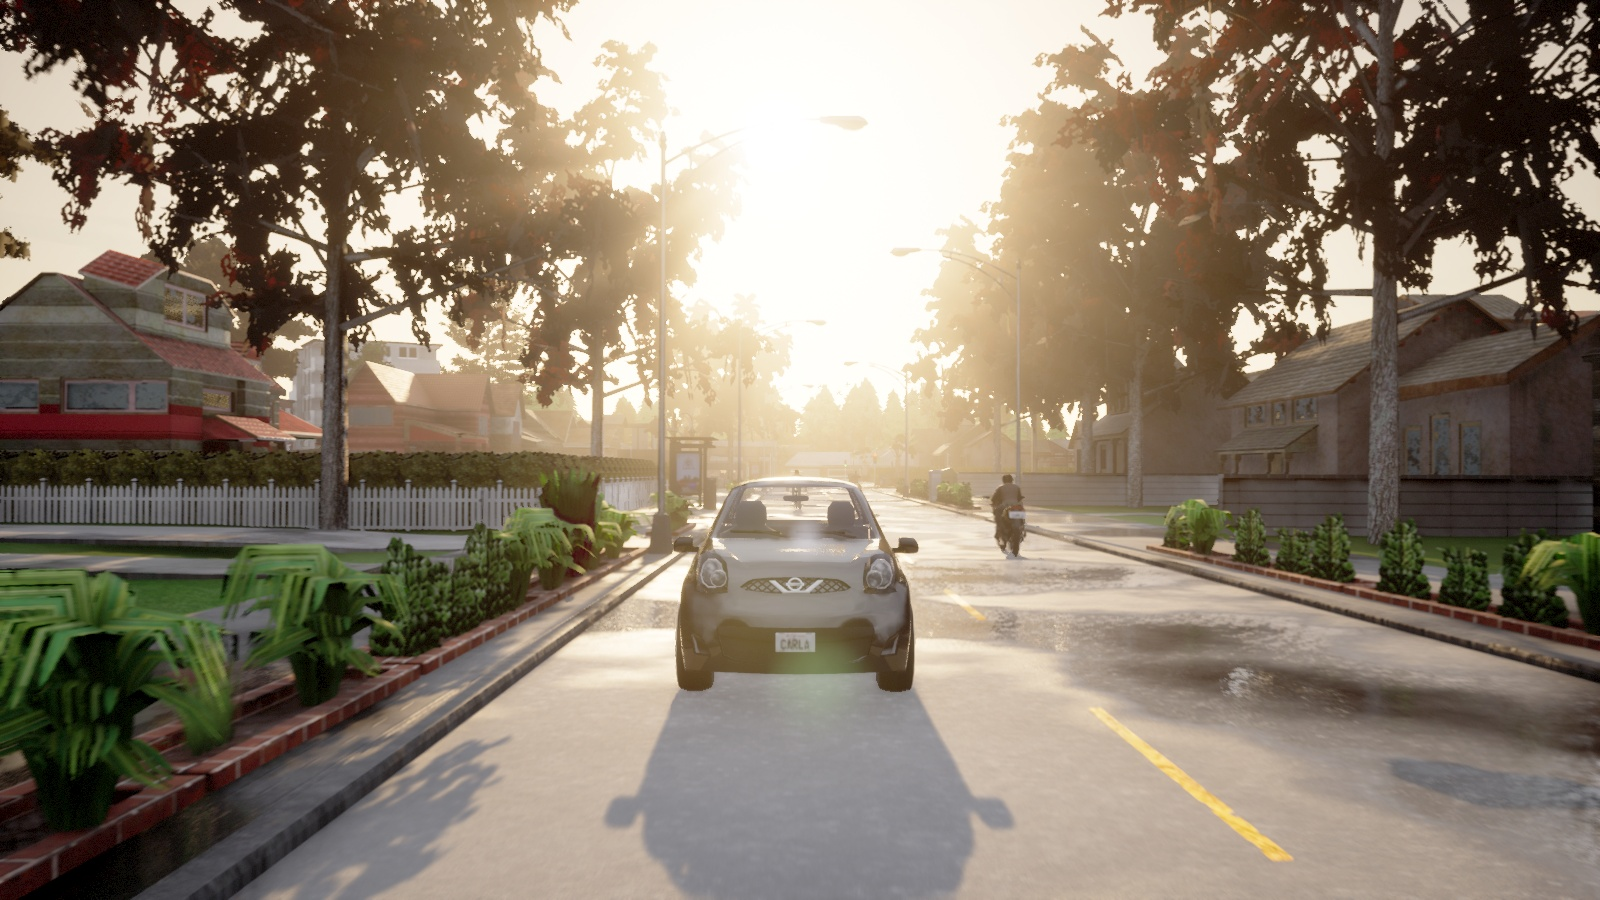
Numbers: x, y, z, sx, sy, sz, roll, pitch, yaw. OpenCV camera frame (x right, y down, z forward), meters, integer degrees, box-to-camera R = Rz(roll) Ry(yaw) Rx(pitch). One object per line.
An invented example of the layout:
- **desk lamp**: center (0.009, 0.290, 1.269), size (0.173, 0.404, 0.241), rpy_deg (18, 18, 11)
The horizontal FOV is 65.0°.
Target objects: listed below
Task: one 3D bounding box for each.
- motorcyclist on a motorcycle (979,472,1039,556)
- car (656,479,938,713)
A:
- **motorcyclist on a motorcycle**: center (3.942, 1.180, 23.834), size (0.797, 1.523, 2.044), rpy_deg (0, -1, 0)
- **car**: center (-0.025, 0.997, 10.052), size (1.845, 1.501, 3.633), rpy_deg (0, -1, 0)
